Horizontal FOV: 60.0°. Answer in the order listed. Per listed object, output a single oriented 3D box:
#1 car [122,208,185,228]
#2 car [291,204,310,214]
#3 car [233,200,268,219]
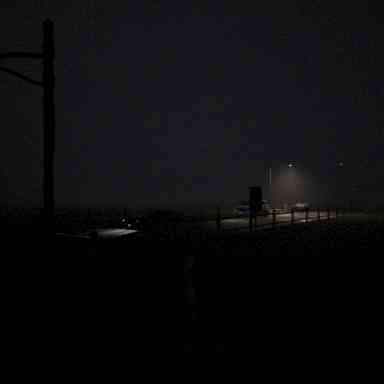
[{"bbox_3d":[-2.733,1.946,24.976,2.033,1.411,5.357,0,-1,36],"label":"car"},{"bbox_3d":[16.924,2.574,51.728,2.128,1.511,4.902,0,-1,36],"label":"car"},{"bbox_3d":[6.804,1.931,38.014,2.150,2.045,5.566,0,-1,36],"label":"car"}]
